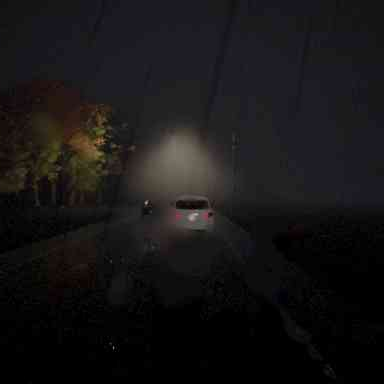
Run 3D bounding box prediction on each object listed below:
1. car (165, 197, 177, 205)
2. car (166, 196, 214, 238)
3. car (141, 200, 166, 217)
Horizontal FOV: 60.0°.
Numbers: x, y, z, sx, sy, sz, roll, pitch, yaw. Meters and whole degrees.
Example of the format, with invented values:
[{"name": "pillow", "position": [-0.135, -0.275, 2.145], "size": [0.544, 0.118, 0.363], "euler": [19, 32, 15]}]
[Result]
[{"name": "car", "position": [-3.793, 1.595, 61.343], "size": [1.994, 1.385, 4.181], "euler": [0, 0, 0]}, {"name": "car", "position": [-0.016, 1.243, 18.021], "size": [2.150, 2.045, 5.566], "euler": [0, 0, 0]}, {"name": "car", "position": [-3.601, 1.507, 31.500], "size": [2.128, 1.511, 4.902], "euler": [0, 0, 0]}]
